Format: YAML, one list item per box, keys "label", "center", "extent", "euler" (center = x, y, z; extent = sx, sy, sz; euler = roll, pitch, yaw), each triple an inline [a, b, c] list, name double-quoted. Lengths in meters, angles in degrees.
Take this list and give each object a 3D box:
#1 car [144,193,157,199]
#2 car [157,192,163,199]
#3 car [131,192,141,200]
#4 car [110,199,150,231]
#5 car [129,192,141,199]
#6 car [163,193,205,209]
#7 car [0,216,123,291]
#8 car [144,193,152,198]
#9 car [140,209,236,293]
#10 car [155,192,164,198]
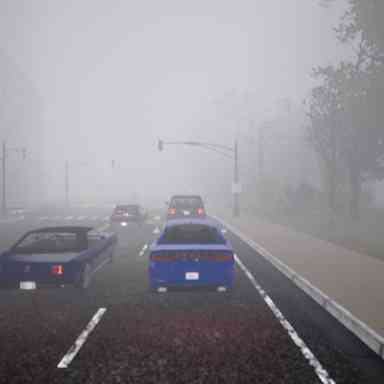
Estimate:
- label: "car"
  center: [-10.512, 1.020, 82.668]
  extent: [1.882, 1.535, 5.008]
  euler: [0, 0, -10]
- label: "car"
  center: [-7.377, 1.011, 83.598]
  extent: [1.882, 1.535, 5.008]
  euler: [0, 0, -10]
- label: "car"
  center: [-12.655, 0.945, 75.706]
  extent: [2.097, 1.767, 4.553]
  euler: [0, 0, -9]
- label: "car"
  center: [-3.657, 1.408, 19.768]
  extent: [1.837, 1.490, 4.892]
  euler: [0, 0, -2]
- label: "car"
  center: [-10.523, 1.209, 60.345]
  extent: [1.812, 1.442, 4.674]
  euler: [0, 0, -7]
- label: "car"
  center: [-0.380, 1.127, 19.305]
  extent: [2.150, 2.045, 5.566]
  euler: [0, 0, -2]
- label: "car"
  center: [-3.297, 1.559, 8.822]
  extent: [1.895, 1.301, 4.718]
  euler: [0, 0, -1]
- label: "car"
  center: [-12.393, 0.865, 92.959]
  extent: [1.994, 1.385, 4.181]
  euler: [0, 0, -11]
- label: "car"
  center: [-0.046, 1.435, 8.804]
  extent: [1.882, 1.535, 5.008]
  euler: [0, 0, -1]
- label: "car"
  center: [-9.199, 0.785, 93.559]
  extent: [1.882, 1.535, 5.008]
  euler: [0, 0, -11]
